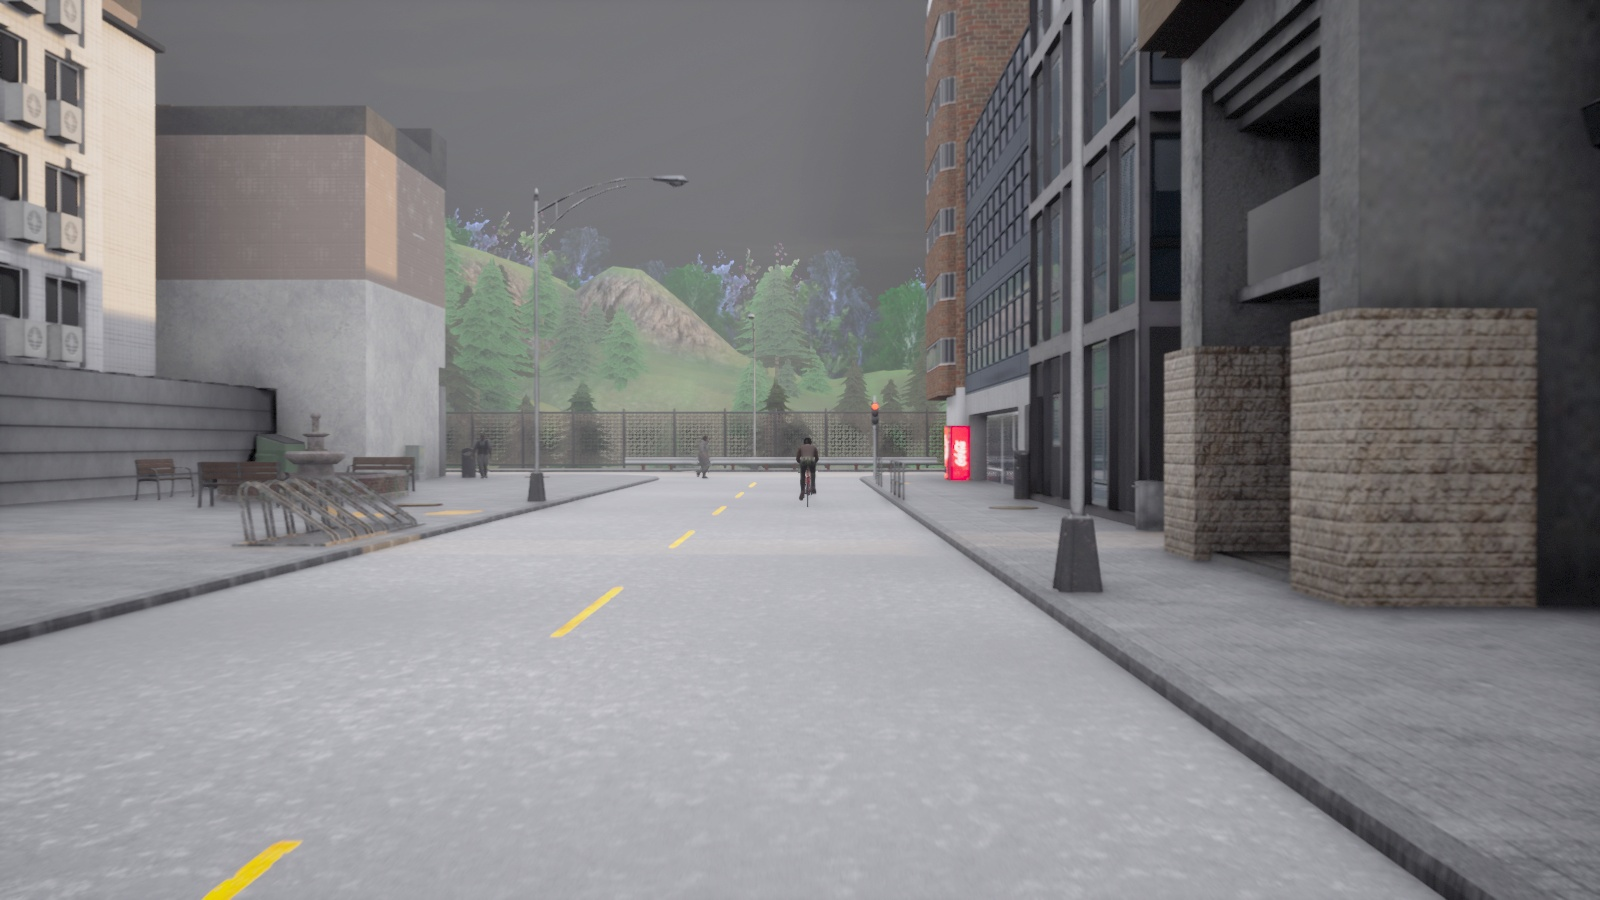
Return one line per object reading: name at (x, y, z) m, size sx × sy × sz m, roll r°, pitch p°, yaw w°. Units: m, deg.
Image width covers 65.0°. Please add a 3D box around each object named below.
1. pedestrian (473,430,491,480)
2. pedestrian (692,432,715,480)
pedestrian at (-12.224, 0.182, 48.301) m, size 0.563 × 1.883 × 0.849 m, roll 0°, pitch 0°, yaw -8°
pedestrian at (-3.982, 0.250, 52.019) m, size 0.873 × 1.952 × 0.659 m, roll 0°, pitch 0°, yaw 1°
